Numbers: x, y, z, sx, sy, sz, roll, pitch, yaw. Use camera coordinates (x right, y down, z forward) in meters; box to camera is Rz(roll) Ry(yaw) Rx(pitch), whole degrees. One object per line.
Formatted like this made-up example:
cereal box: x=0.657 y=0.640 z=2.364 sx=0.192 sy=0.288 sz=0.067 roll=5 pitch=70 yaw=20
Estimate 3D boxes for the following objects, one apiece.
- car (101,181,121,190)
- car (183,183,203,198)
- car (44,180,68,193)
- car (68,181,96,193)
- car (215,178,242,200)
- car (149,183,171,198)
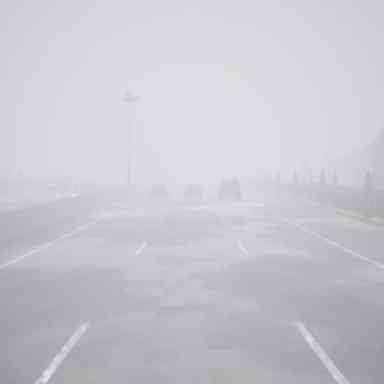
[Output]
car: x=-10.567 y=-0.697 z=43.735 sx=1.812 sy=1.442 sz=4.674 roll=0 pitch=3 yaw=0
car: x=0.102 y=-0.195 z=35.081 sx=1.837 sy=1.490 sz=4.892 roll=0 pitch=3 yaw=0
car: x=-17.563 y=-0.738 z=43.619 sx=1.882 sy=1.535 sz=5.008 roll=0 pitch=3 yaw=0
car: x=-14.066 y=-0.741 z=43.900 sx=2.128 sy=1.511 sz=4.902 roll=0 pitch=3 yaw=0
car: x=3.601 y=-0.372 z=33.335 sx=2.150 sy=2.045 sz=5.566 roll=0 pitch=4 yaw=0
car: x=-3.396 y=-0.193 z=35.052 sx=1.837 sy=1.490 sz=4.892 roll=0 pitch=3 yaw=0
